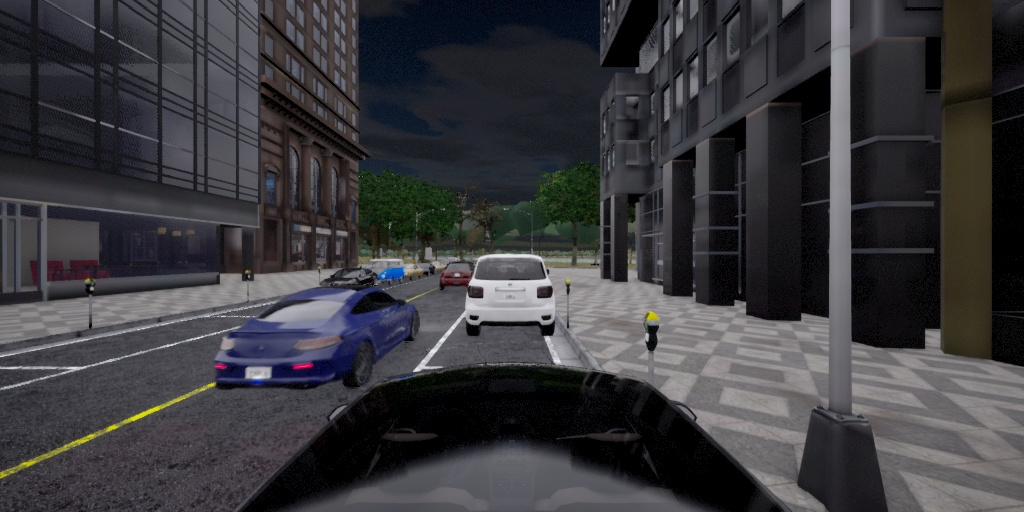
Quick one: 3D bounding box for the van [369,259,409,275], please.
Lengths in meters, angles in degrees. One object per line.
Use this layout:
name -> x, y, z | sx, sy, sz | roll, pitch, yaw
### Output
van -> -8.908, 1.093, 25.423 | 1.690, 1.789, 3.998 | 0, 0, 0

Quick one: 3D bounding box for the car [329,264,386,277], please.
car -> -8.908, 1.317, 19.986 | 1.948, 1.339, 4.313 | 0, 0, 0

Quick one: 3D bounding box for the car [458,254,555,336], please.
car -> -0.039, 0.971, 10.530 | 2.150, 2.045, 5.566 | 0, 0, 0

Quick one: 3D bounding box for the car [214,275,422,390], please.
car -> -3.147, 1.275, 6.752 | 1.812, 1.442, 4.674 | 0, 0, 0

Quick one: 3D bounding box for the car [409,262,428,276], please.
car -> -8.908, 1.280, 30.691 | 1.751, 1.417, 4.829 | 0, 0, 0

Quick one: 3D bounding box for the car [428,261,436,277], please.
car -> -8.908, 1.322, 36.298 | 1.948, 1.339, 4.313 | 0, 0, 0

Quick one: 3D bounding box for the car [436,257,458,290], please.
car -> -3.100, 1.103, 22.509 | 2.097, 1.767, 4.553 | 0, 0, 1
